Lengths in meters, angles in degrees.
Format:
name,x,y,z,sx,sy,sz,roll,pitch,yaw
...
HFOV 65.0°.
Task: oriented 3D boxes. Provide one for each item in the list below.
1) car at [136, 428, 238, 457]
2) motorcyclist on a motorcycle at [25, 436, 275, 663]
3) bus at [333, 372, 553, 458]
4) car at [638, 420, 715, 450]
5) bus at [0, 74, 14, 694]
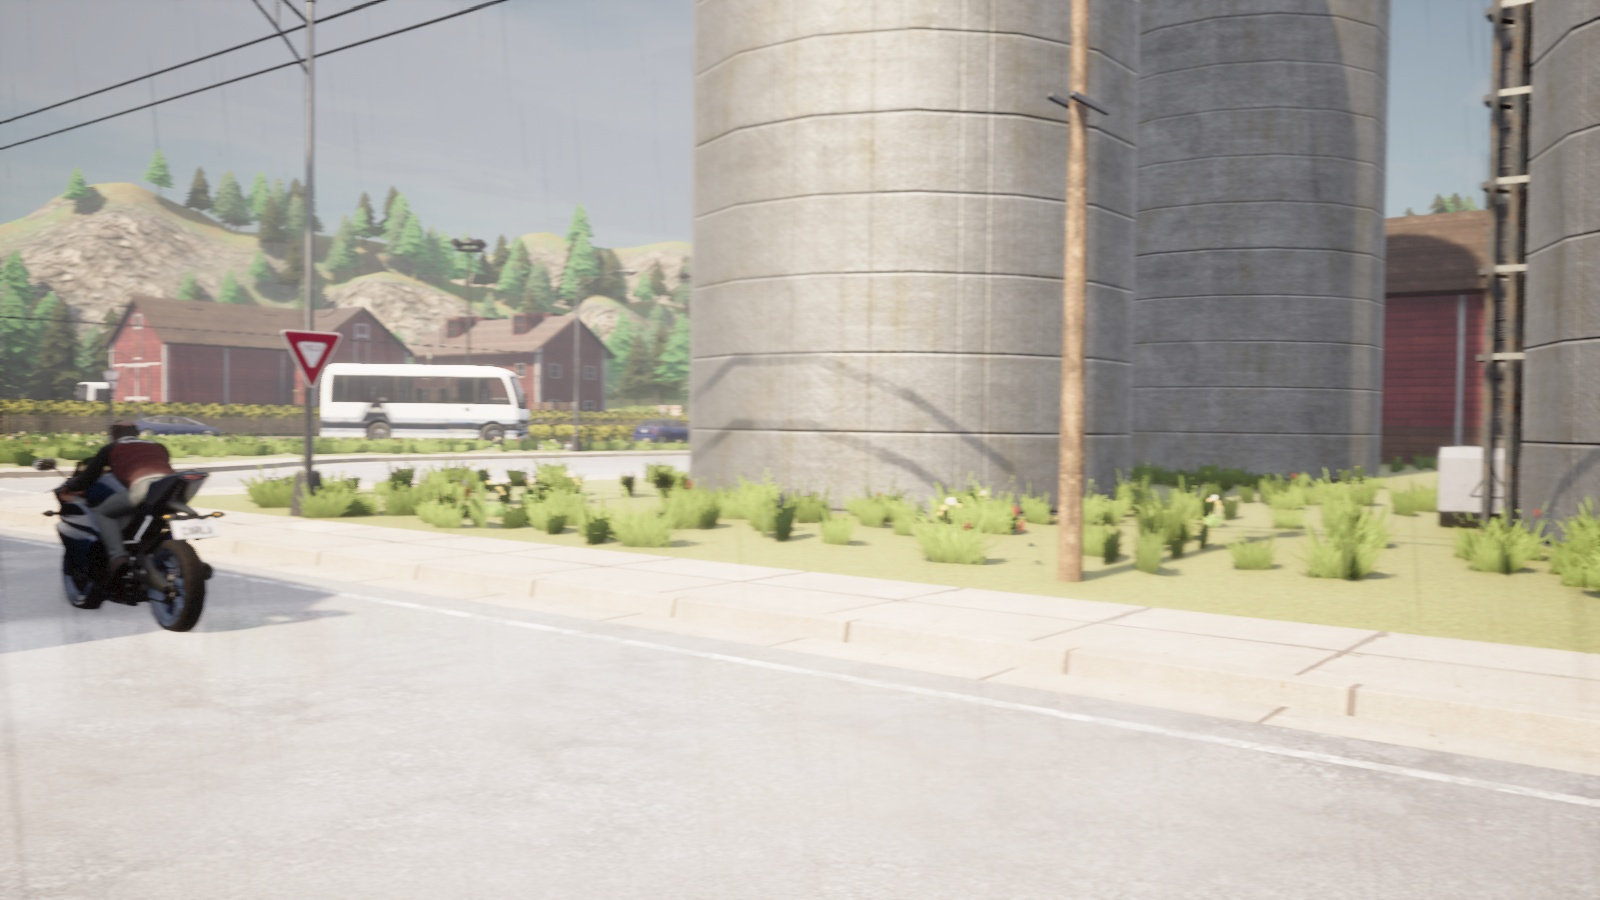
name,x,y,z,sx,sy,sz,roll,pitch,yaw
car,-33.397,-0.414,68.576,4.792,1.488,2.163,-1,1,-22
motorcyclist on a motorcycle,-4.967,0.665,9.532,2.191,1.530,0.866,0,2,39
bus,-18.234,-1.838,64.931,10.273,4.253,3.944,-1,2,-4
car,-7.439,-0.936,76.110,2.097,1.767,4.553,0,2,38
bus,-9.898,-0.693,8.958,10.273,4.253,3.944,0,2,38
